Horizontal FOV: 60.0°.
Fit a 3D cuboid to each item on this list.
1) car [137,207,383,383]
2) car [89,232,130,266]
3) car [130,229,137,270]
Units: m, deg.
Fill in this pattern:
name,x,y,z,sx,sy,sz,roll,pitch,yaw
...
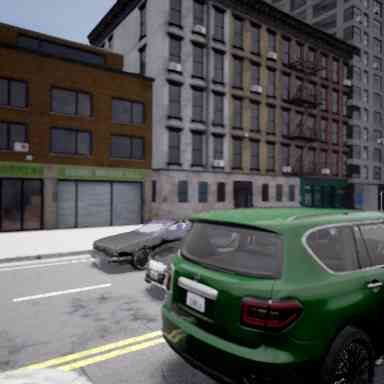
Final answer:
name,x,y,z,sx,sy,sz,roll,pitch,yaw
car,2.221,1.248,5.021,5.566,2.045,2.150,0,0,-35
car,-0.577,1.581,11.258,5.357,1.411,2.033,0,0,-35
car,1.183,1.524,8.517,4.902,1.511,2.128,0,0,-35
